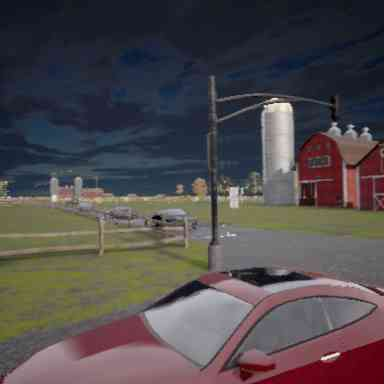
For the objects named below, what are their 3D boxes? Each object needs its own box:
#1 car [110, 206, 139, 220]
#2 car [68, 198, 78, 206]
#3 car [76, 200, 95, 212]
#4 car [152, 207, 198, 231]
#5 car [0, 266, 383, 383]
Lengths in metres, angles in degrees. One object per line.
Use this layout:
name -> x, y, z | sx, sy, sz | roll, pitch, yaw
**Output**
car -> -7.352, 2.155, 35.530 | 2.033, 1.411, 5.357 | 0, -1, -28
car -> -30.129, 2.567, 84.697 | 2.150, 2.045, 5.566 | 0, -1, -28
car -> -17.068, 2.432, 54.107 | 1.882, 1.535, 5.008 | 0, -1, -28
car -> -1.341, 1.870, 24.161 | 1.882, 1.535, 5.008 | 0, -1, -28
car -> 0.552, 1.610, 3.496 | 4.674, 1.442, 1.812 | 0, -1, -28
